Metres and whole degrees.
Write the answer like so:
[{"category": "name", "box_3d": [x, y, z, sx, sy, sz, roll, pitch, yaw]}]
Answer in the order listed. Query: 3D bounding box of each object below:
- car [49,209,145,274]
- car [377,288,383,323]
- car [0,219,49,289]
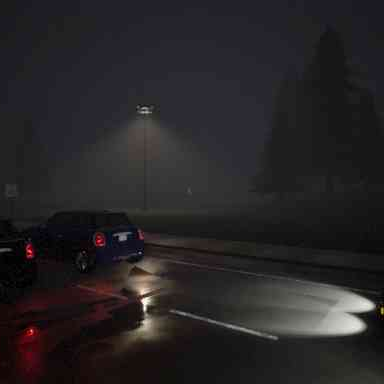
[{"category": "car", "box_3d": [-3.724, 1.352, 10.837, 4.553, 1.767, 2.097, 0, 0, 36]}, {"category": "car", "box_3d": [5.030, 1.564, 4.701, 4.181, 1.385, 1.994, 0, 0, 35]}, {"category": "car", "box_3d": [-5.760, 1.352, 7.991, 4.553, 1.767, 2.097, 0, 0, 36]}]
